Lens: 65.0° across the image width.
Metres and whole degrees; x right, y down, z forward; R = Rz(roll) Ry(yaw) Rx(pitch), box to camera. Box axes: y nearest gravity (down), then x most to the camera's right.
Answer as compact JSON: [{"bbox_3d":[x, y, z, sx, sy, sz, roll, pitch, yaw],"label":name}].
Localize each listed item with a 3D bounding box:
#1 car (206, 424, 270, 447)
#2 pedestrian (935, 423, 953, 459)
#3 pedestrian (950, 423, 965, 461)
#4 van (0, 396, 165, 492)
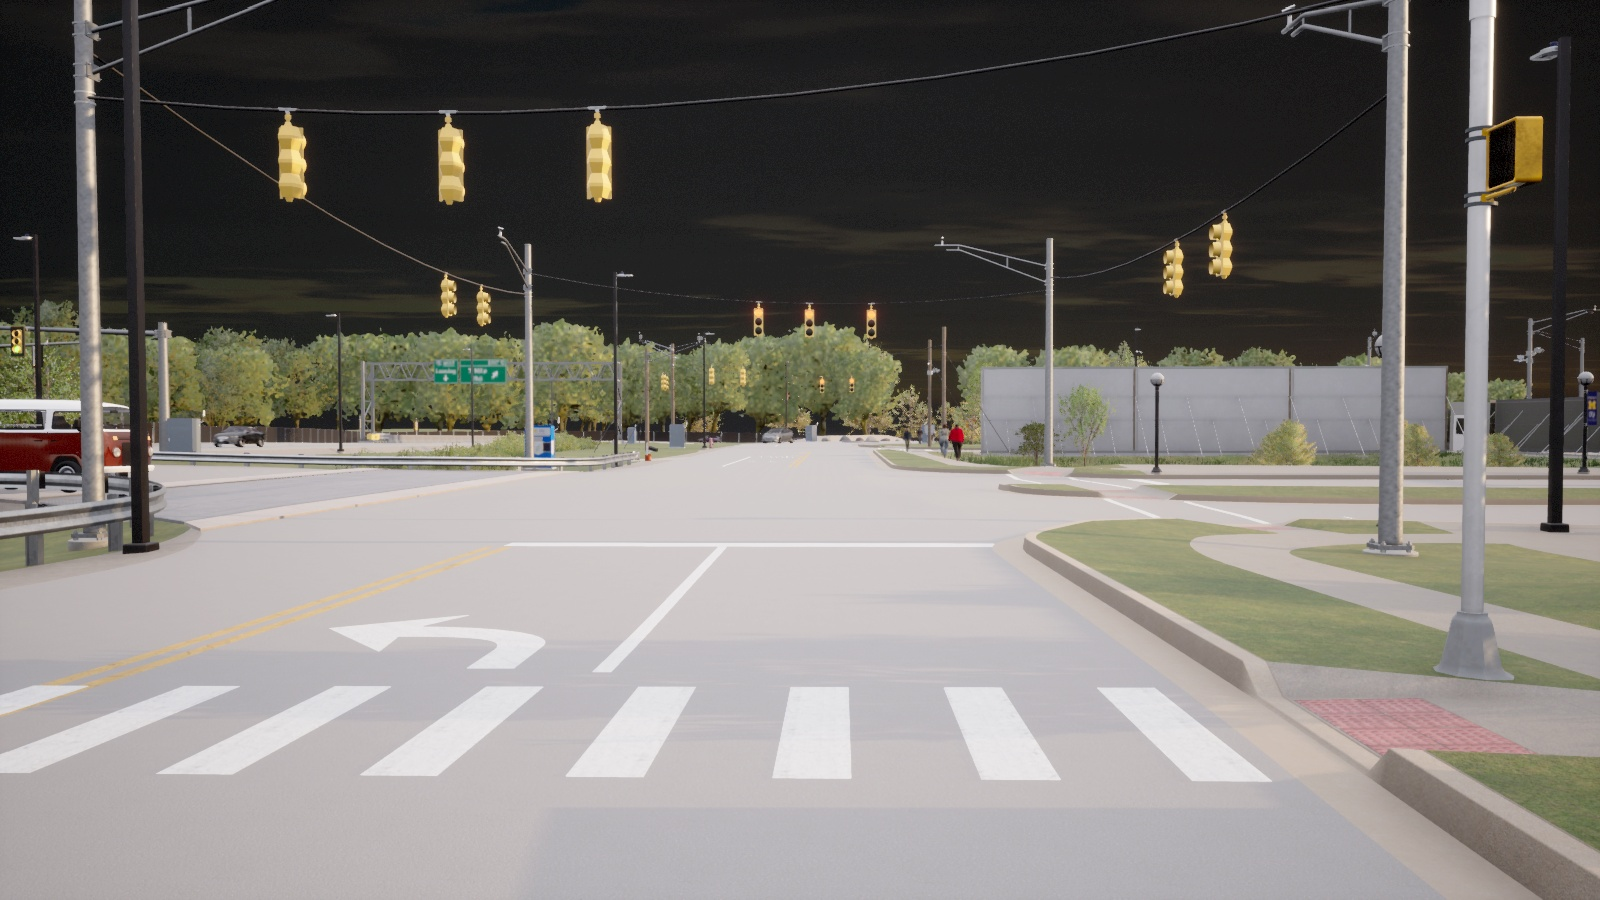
[{"bbox_3d":[-39.222,-1.017,87.758,2.128,1.511,4.902,0,1,2],"label":"car"},{"bbox_3d":[7.678,-0.484,66.852,0.874,1.855,0.900,0,2,1],"label":"pedestrian"},{"bbox_3d":[7.623,-0.396,60.849,0.634,1.844,0.899,0,2,2],"label":"pedestrian"},{"bbox_3d":[-16.841,-0.136,27.853,4.480,2.038,2.069,0,1,5],"label":"van"}]
